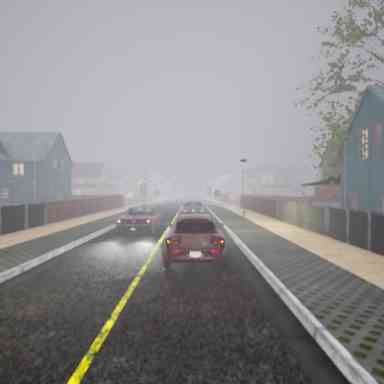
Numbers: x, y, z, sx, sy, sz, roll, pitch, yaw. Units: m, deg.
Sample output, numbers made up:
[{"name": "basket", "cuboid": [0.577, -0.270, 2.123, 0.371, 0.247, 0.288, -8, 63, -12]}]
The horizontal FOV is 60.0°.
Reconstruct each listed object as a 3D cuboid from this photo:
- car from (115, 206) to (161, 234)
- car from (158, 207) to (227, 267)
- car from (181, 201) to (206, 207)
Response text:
[{"name": "car", "cuboid": [-2.844, 1.486, 18.334, 1.895, 1.301, 4.718, 0, 0, 0]}, {"name": "car", "cuboid": [0.096, 1.443, 10.936, 1.812, 1.442, 4.674, 0, 0, 0]}, {"name": "car", "cuboid": [0.103, 1.400, 26.331, 2.033, 1.411, 5.357, 0, 0, 0]}]
